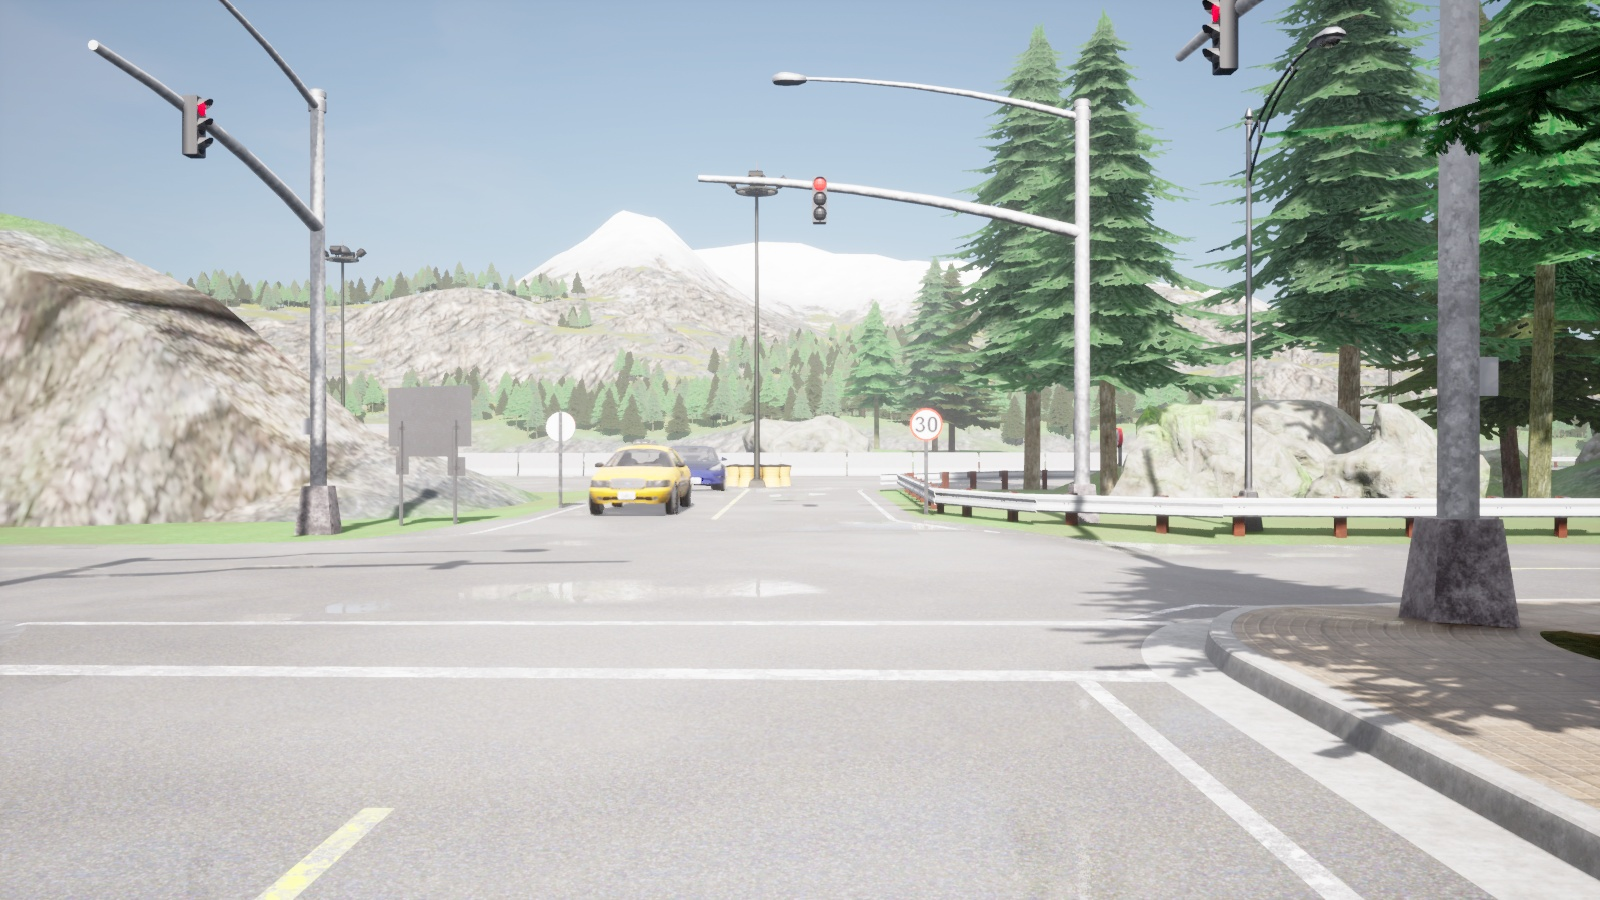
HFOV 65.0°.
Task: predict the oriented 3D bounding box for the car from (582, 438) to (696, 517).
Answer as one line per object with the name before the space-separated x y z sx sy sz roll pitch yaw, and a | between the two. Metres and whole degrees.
car | -3.437 0.527 27.729 1.801 1.575 5.366 0 0 0

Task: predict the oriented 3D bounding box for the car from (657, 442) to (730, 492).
car | -3.456 0.554 40.145 2.163 1.488 4.792 0 -1 -6
